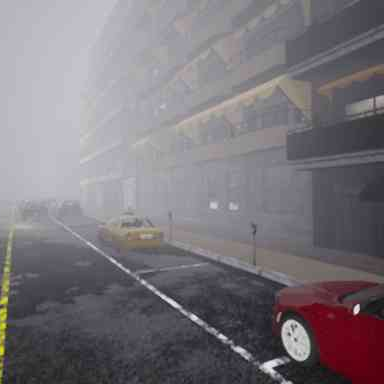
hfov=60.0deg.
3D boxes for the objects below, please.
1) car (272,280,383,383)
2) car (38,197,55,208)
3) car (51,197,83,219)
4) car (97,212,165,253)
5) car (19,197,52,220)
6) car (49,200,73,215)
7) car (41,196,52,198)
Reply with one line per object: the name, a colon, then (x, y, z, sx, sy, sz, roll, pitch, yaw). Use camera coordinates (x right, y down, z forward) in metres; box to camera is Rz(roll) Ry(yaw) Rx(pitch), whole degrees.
car: (2.736, 1.529, 3.369, 1.887, 1.381, 4.507, 1, 0, -28)
car: (-21.184, 1.467, 48.454, 1.887, 1.381, 4.507, 1, 0, -28)
car: (-10.552, 1.396, 28.417, 1.967, 1.590, 4.097, 1, 0, -28)
car: (-2.659, 1.500, 13.538, 1.752, 1.417, 4.829, 1, 0, -28)
car: (-13.051, 1.454, 27.552, 2.128, 1.511, 4.902, 0, 0, -28)
car: (-13.210, 1.530, 33.428, 1.802, 1.307, 4.206, 1, 0, -28)
car: (-18.525, 1.372, 43.444, 1.967, 1.590, 4.097, 1, 0, -28)
